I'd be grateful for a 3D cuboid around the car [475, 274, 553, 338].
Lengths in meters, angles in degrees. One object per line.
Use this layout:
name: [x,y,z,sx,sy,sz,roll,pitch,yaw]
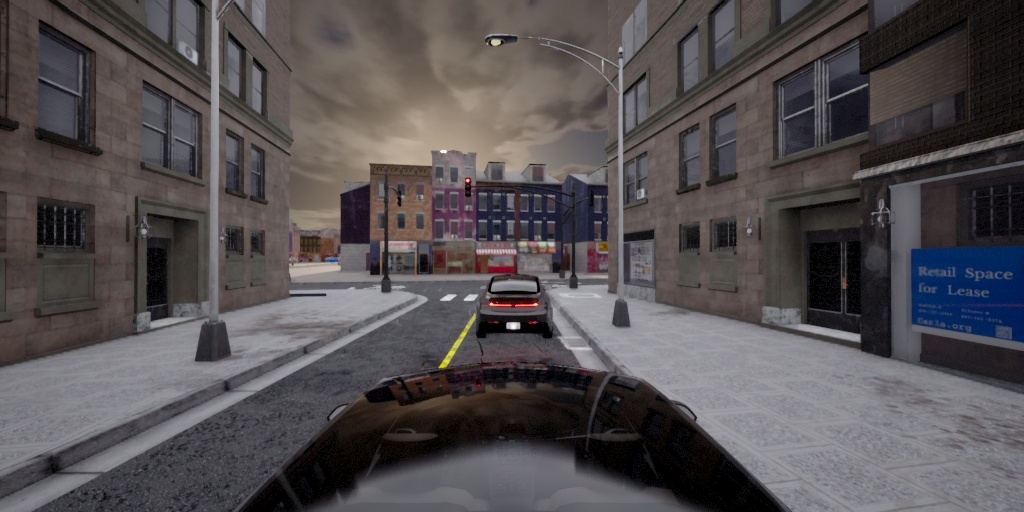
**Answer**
car: [0.100,1.256,10.148,1.837,1.490,4.892,0,0,2]
